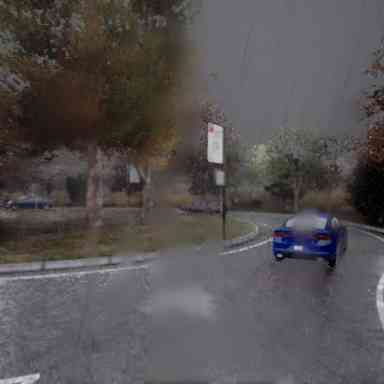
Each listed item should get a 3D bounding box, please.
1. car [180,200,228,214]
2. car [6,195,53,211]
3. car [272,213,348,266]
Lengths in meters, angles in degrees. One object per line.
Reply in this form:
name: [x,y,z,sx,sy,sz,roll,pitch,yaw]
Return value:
car: [1.217,1.550,34.823,5.357,1.411,2.033,0,0,41]
car: [-17.538,1.104,35.959,4.553,1.767,2.097,2,-1,-28]
car: [4.356,1.497,11.888,1.882,1.535,5.008,0,0,30]
